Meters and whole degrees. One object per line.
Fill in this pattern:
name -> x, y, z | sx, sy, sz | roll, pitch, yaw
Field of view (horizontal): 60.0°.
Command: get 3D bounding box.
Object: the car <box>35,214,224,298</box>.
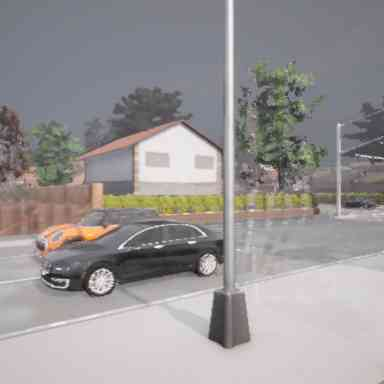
car -> -1.240, 1.502, 8.632 | 4.892, 1.490, 1.837 | 0, 0, -35

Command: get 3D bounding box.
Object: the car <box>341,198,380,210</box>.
car -> 21.325, 1.463, 42.611 | 2.128, 1.511, 4.902 | 0, 0, -32

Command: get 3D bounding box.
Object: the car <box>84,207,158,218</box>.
car -> -2.967, 1.349, 11.697 | 4.553, 1.767, 2.097 | 0, 0, -35
